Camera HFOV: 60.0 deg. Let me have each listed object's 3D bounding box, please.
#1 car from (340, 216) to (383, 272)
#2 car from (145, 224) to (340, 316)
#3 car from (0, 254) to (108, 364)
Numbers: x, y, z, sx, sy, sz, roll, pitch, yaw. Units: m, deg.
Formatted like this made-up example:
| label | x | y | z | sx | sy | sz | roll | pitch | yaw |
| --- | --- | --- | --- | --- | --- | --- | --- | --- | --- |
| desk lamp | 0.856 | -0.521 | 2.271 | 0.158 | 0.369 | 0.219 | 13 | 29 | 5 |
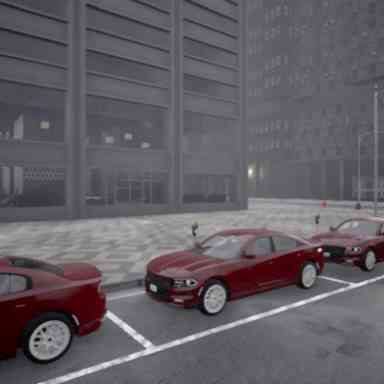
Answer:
| label | x | y | z | sx | sy | sz | roll | pitch | yaw |
| --- | --- | --- | --- | --- | --- | --- | --- | --- | --- |
| car | 5.616 | 1.497 | 10.674 | 4.507 | 1.381 | 1.887 | 0 | 0 | -36 |
| car | 1.119 | 1.522 | 7.464 | 4.507 | 1.381 | 1.887 | 0 | 0 | -36 |
| car | -3.378 | 1.547 | 4.253 | 4.507 | 1.381 | 1.887 | 0 | 0 | -36 |
